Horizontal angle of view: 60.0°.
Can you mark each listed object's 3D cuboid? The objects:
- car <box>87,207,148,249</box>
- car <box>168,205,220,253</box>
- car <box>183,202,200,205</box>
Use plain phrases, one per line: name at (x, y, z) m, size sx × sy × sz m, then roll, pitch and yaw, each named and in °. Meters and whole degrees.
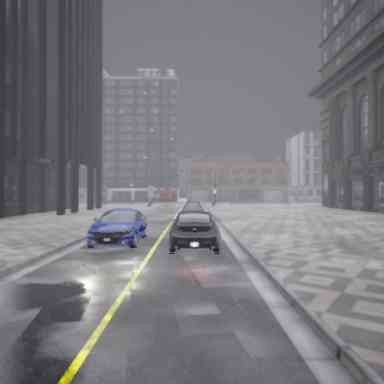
car at (-3.107, 1.468, 14.666) m, size 1.882 × 1.535 × 5.008 m, roll 0°, pitch 0°, yaw 0°
car at (0.090, 1.495, 13.508) m, size 1.837 × 1.490 × 4.892 m, roll 0°, pitch 0°, yaw 0°
car at (0.083, 1.567, 29.279) m, size 1.994 × 1.385 × 4.181 m, roll 0°, pitch 0°, yaw 0°
